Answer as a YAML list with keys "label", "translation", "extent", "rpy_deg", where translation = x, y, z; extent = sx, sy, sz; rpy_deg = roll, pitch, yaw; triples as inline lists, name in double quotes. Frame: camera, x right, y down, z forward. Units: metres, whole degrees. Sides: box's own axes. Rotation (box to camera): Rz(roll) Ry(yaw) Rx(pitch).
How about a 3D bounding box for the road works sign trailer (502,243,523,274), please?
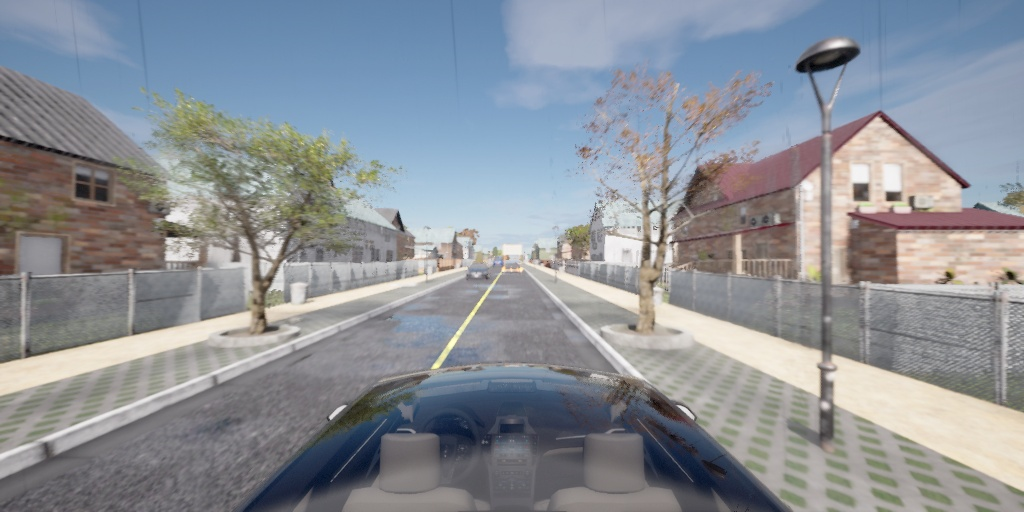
- label: "road works sign trailer"
  translation: [0.024, 0.308, 41.346]
  extent: [2.380, 3.560, 2.880]
  rpy_deg: [0, 0, 0]

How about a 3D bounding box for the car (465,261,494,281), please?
- label: "car"
  translation: [-2.834, 1.332, 30.909]
  extent: [1.812, 1.442, 4.674]
  rpy_deg: [0, 0, 0]
